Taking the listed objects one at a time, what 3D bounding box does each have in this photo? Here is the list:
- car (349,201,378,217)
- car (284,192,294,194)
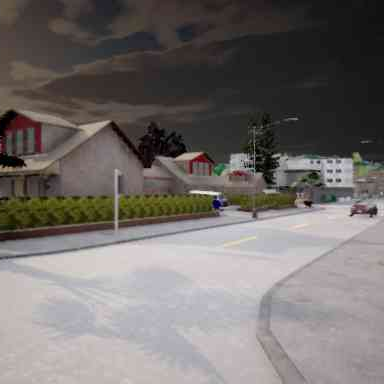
[{"bbox_3d":[16.019,1.531,30.988,1.812,1.442,4.674,0,0,36],"label":"car"},{"bbox_3d":[20.063,1.009,70.844,3.866,1.878,1.905,0,0,-19],"label":"car"}]
